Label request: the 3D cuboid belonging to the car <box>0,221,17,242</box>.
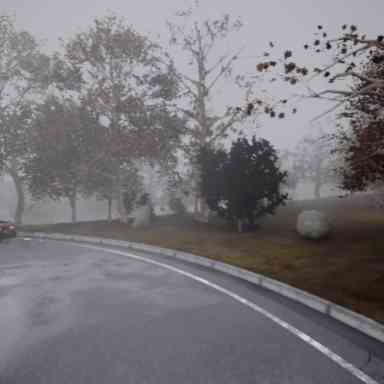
[{"bbox_3d":[-10.188,1.624,14.444,5.357,1.411,2.033,-1,0,21],"label":"car"}]
